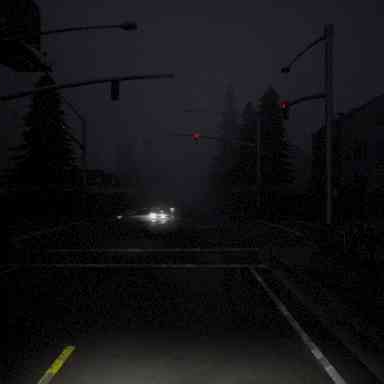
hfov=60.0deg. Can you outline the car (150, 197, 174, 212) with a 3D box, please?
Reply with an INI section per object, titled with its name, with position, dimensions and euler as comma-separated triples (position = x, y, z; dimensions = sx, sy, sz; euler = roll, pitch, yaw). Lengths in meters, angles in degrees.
[car]
position = -3.618, 1.491, 38.108
dimensions = 2.128, 1.511, 4.902
euler = 0, 0, 0
